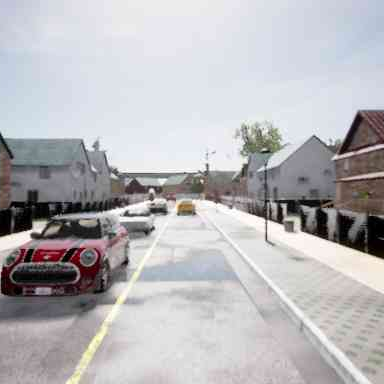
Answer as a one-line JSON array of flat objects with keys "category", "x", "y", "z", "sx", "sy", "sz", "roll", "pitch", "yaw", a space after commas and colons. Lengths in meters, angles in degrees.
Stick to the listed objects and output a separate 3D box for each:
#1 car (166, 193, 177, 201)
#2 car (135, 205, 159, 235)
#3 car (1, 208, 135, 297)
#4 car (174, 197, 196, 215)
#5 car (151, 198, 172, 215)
[{"category": "car", "x": -4.396, "y": 1.214, "z": 72.285, "sx": 2.150, "sy": 2.045, "sz": 5.566, "roll": 0, "pitch": 0, "yaw": -3}, {"category": "car", "x": -3.211, "y": 1.634, "z": 19.094, "sx": 1.895, "sy": 1.301, "sz": 4.718, "roll": 0, "pitch": 0, "yaw": -1}, {"category": "car", "x": -3.003, "y": 1.378, "z": 8.848, "sx": 2.097, "sy": 1.767, "sz": 4.553, "roll": 0, "pitch": 0, "yaw": -1}, {"category": "car", "x": -0.584, "y": 1.502, "z": 34.875, "sx": 1.882, "sy": 1.535, "sz": 5.008, "roll": 0, "pitch": 0, "yaw": -1}, {"category": "car", "x": -3.435, "y": 1.641, "z": 34.315, "sx": 1.895, "sy": 1.301, "sz": 4.718, "roll": 0, "pitch": 0, "yaw": -1}]
